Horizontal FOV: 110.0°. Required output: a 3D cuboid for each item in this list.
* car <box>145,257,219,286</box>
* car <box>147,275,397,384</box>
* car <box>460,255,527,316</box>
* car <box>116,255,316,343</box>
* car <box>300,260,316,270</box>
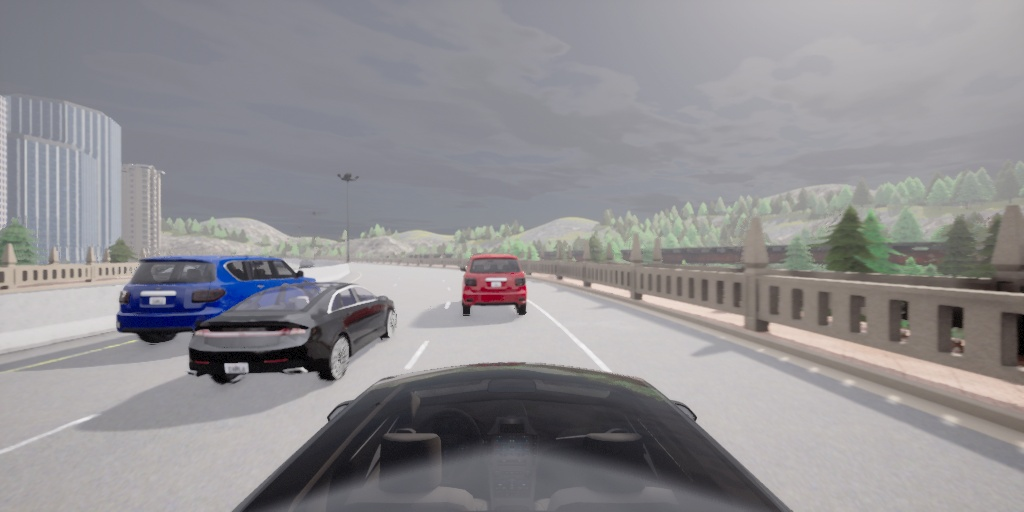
[{"bbox_3d":[-25.571,1.071,28.123,2.150,2.045,5.566,0,0,-19],"label":"car"},{"bbox_3d":[-3.732,1.255,7.121,2.128,1.511,4.902,0,0,-3],"label":"car"},{"bbox_3d":[-0.779,0.969,13.670,2.150,2.045,5.566,0,0,-6],"label":"car"},{"bbox_3d":[-7.413,1.000,9.929,2.150,2.045,5.566,0,0,-5],"label":"car"},{"bbox_3d":[-32.206,1.367,56.420,1.837,1.490,4.892,0,0,-34],"label":"car"}]
